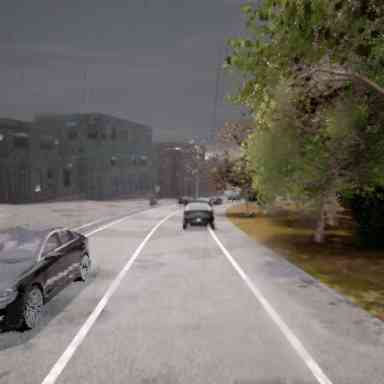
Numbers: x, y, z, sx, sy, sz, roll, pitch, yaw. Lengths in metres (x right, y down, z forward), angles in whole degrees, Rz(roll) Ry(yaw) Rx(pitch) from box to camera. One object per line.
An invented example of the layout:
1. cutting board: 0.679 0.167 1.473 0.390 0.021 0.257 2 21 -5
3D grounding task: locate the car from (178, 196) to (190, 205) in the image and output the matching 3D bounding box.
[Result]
1. car: -0.743 1.310 49.572 1.895 1.301 4.718 1 1 13

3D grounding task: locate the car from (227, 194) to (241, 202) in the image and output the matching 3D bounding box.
1. car: 8.622 1.178 68.087 1.837 1.490 4.892 2 1 23

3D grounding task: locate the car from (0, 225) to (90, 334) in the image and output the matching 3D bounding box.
1. car: -3.529 1.496 6.884 2.128 1.511 4.902 0 0 -2

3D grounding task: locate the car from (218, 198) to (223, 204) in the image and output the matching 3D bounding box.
1. car: 3.680 1.354 53.891 1.895 1.301 4.718 1 0 16

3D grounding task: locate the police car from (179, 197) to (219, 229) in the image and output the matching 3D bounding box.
1. police car: 0.372 1.354 21.219 1.930 1.638 5.238 0 0 0
